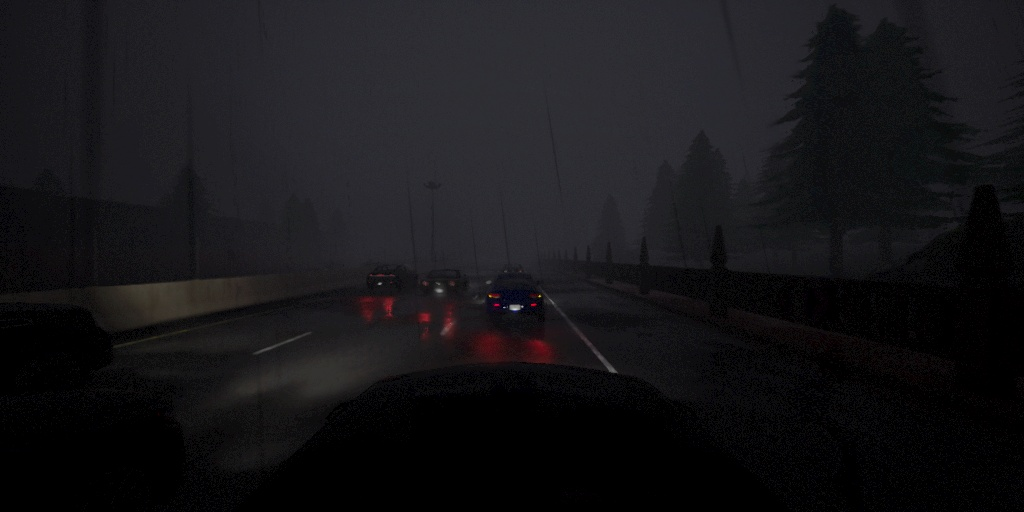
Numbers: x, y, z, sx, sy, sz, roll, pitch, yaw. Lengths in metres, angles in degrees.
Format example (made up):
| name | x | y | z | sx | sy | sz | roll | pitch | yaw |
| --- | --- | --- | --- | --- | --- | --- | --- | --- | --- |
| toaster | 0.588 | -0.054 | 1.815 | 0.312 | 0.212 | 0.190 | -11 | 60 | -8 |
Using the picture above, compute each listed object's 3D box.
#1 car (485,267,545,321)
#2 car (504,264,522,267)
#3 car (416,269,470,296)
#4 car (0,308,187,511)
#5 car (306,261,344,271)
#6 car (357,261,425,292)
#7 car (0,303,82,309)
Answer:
| name | x | y | z | sx | sy | sz | roll | pitch | yaw |
| --- | --- | --- | --- | --- | --- | --- | --- | --- | --- |
| car | 0.082 | 1.274 | 12.350 | 1.812 | 1.442 | 4.674 | 0 | 0 | 0 |
| car | 0.093 | 1.347 | 32.816 | 1.895 | 1.301 | 4.718 | 0 | 0 | 0 |
| car | -3.403 | 1.349 | 19.119 | 1.895 | 1.301 | 4.718 | 0 | 0 | 0 |
| car | -3.431 | 1.242 | 0.734 | 2.128 | 1.511 | 4.902 | 0 | 0 | 0 |
| car | -21.101 | 1.297 | 40.648 | 2.033 | 1.411 | 5.357 | 0 | 0 | 0 |
| car | -6.904 | 1.241 | 21.179 | 2.128 | 1.511 | 4.902 | 0 | 0 | 0 |
| car | -6.908 | 0.973 | 2.787 | 2.150 | 2.045 | 5.566 | 0 | 0 | 0 |
